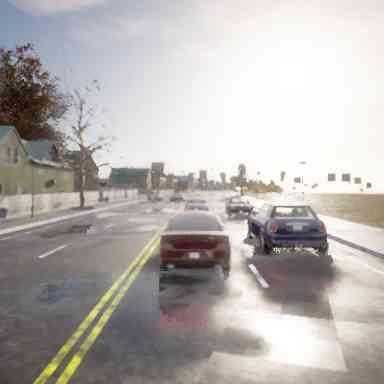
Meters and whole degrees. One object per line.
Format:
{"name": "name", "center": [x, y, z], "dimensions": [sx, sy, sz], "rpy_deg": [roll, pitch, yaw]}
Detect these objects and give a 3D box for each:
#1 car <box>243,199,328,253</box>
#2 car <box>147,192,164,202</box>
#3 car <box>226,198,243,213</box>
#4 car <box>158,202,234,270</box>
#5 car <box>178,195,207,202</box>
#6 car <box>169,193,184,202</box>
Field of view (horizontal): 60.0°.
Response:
{"name": "car", "center": [3.417, 1.130, 12.740], "dimensions": [2.097, 1.767, 4.553], "rpy_deg": [0, 1, 1]}
{"name": "car", "center": [-5.291, 0.694, 48.405], "dimensions": [2.128, 1.511, 4.902], "rpy_deg": [0, 1, 3]}
{"name": "car", "center": [3.712, 1.145, 26.688], "dimensions": [1.895, 1.301, 4.718], "rpy_deg": [0, 1, 2]}
{"name": "car", "center": [0.116, 1.298, 10.364], "dimensions": [1.882, 1.535, 5.008], "rpy_deg": [0, 1, 1]}
{"name": "car", "center": [0.375, 1.132, 24.443], "dimensions": [2.033, 1.411, 5.357], "rpy_deg": [0, 1, 2]}
{"name": "car", "center": [-2.065, 0.771, 47.844], "dimensions": [1.994, 1.385, 4.181], "rpy_deg": [0, 1, 3]}
